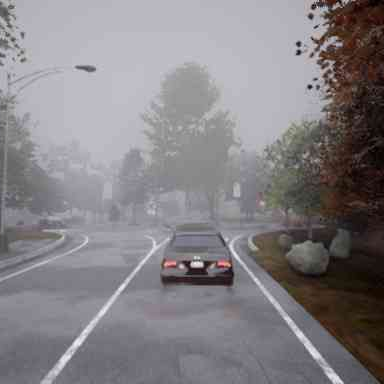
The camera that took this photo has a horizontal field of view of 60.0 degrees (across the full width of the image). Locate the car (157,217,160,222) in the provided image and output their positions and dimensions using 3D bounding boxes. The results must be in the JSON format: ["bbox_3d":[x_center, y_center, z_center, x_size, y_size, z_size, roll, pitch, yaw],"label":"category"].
[{"bbox_3d":[-4.532,4.973,63.031,4.892,1.490,1.837,1,-5,-1],"label":"car"}]

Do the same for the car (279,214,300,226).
[{"bbox_3d":[13.373,3.761,45.844,2.097,1.767,4.553,-1,-4,7],"label":"car"}]

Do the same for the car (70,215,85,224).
[{"bbox_3d":[-18.738,4.293,51.808,1.882,1.535,5.008,-1,-4,19],"label":"car"}]

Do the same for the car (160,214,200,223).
[{"bbox_3d":[-0.256,2.862,30.617,4.902,1.511,2.128,0,-4,-6],"label":"car"}]

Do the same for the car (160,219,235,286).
[{"bbox_3d":[0.156,1.738,9.888,2.033,1.411,5.357,0,-2,1],"label":"car"}]

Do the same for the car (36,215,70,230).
[{"bbox_3d":[-15.262,3.260,35.971,1.812,1.442,4.674,3,-5,-40],"label":"car"}]
